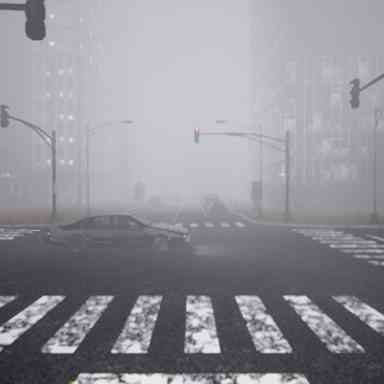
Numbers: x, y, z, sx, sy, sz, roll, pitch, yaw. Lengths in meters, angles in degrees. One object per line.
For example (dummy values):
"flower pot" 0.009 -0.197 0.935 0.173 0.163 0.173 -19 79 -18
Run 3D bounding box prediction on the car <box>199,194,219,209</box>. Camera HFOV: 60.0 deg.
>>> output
"car" 2.477 1.239 43.503 2.192 1.841 5.009 -1 0 0

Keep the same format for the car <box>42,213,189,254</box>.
"car" -2.797 1.526 12.828 5.357 1.411 2.033 0 0 0

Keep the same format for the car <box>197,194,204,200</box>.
"car" 2.423 1.364 93.224 1.887 1.381 4.507 -1 0 0

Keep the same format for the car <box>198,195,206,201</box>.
"car" 2.439 1.425 82.175 1.802 1.307 4.206 -1 0 0

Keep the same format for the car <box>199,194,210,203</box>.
"car" 2.460 1.320 65.601 1.967 1.590 4.097 -1 0 0

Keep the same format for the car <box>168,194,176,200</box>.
"car" -5.459 1.259 93.187 1.967 1.590 4.097 -1 0 0

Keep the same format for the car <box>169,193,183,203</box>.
"car" -2.841 1.233 64.711 2.097 1.767 4.553 0 0 0

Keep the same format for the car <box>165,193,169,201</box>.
"car" -5.428 1.308 71.089 1.967 1.590 4.097 -1 0 0

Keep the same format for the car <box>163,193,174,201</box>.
"car" -5.437 1.171 76.614 2.192 1.841 5.009 -1 0 0

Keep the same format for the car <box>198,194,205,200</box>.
"car" 2.430 1.356 87.869 1.752 1.417 4.829 -1 0 0

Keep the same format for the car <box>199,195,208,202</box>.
"car" 2.454 1.412 71.125 1.887 1.381 4.507 -1 0 0

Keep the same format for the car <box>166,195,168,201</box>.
"car" -5.402 1.484 54.516 1.802 1.307 4.206 -1 0 0

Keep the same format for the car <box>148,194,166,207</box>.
"car" -5.396 1.353 48.991 1.967 1.590 4.097 -1 0 0

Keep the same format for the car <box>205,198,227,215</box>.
"car" 2.476 1.526 32.454 1.802 1.307 4.206 -1 0 0
